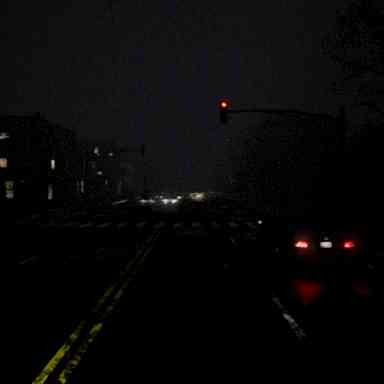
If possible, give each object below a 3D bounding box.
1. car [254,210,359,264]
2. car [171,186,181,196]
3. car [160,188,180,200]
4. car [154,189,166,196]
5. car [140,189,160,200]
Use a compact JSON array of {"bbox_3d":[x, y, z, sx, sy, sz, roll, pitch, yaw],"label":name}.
[{"bbox_3d":[3.362,1.310,10.844,2.033,1.411,5.357,0,1,0],"label":"car"},{"bbox_3d":[-3.286,-0.213,66.213,2.150,2.045,5.566,0,2,0],"label":"car"},{"bbox_3d":[-3.323,0.477,50.414,1.994,1.385,4.181,0,1,0],"label":"car"},{"bbox_3d":[-6.536,0.084,67.966,2.033,1.411,5.357,0,1,0],"label":"car"},{"bbox_3d":[-6.571,0.460,50.441,2.033,1.411,5.357,0,1,0],"label":"car"}]
